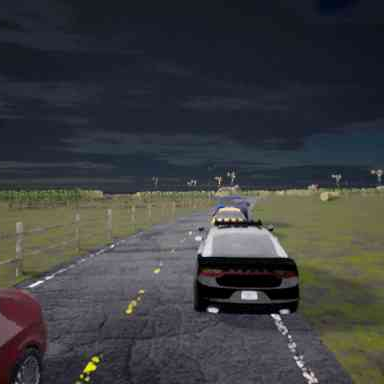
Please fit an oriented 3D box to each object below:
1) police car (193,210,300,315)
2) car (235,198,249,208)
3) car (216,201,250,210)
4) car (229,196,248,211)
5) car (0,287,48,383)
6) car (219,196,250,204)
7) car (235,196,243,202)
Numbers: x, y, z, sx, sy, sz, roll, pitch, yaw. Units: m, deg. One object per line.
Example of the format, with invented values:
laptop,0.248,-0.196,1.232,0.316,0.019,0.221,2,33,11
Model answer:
police car,1.077,1.456,7.903,1.930,1.638,5.238,0,0,3
car,8.057,1.731,53.467,1.994,1.385,4.181,0,0,12
car,2.028,1.519,17.785,1.801,1.575,5.366,0,0,7
car,6.140,1.492,43.723,2.097,1.767,4.553,0,0,12
car,-2.568,1.534,2.021,1.812,1.442,4.674,0,0,2
car,2.888,1.305,23.470,2.150,2.045,5.566,0,0,10
car,12.792,1.868,89.902,1.895,1.301,4.718,0,0,12
